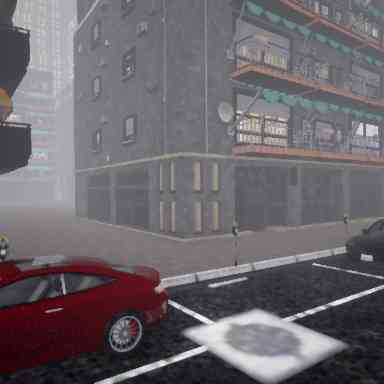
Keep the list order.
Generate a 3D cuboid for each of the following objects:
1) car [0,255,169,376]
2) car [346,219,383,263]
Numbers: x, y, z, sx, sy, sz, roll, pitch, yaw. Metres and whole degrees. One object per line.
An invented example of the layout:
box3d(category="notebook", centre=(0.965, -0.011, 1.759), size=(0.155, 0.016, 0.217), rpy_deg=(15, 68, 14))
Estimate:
box3d(category="car", centre=(-2.301, 1.579, 4.468), size=(4.206, 1.307, 1.802), rpy_deg=(0, -1, -35))
box3d(category="car", centre=(6.901, 1.562, 11.032), size=(4.313, 1.339, 1.947), rpy_deg=(0, -1, -35))
